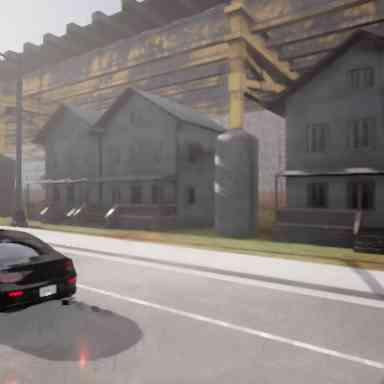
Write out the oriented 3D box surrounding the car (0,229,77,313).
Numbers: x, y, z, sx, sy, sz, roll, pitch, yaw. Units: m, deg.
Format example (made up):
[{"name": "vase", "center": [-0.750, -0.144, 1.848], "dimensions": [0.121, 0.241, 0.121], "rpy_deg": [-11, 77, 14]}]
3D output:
[{"name": "car", "center": [-4.349, 1.526, 7.076], "dimensions": [4.674, 1.442, 1.812], "rpy_deg": [0, 0, 36]}]
